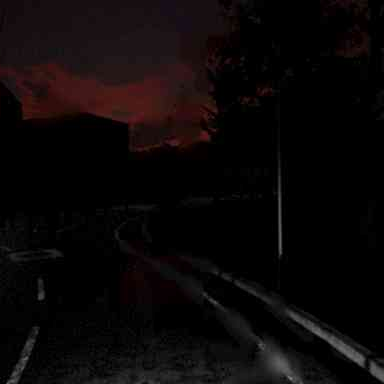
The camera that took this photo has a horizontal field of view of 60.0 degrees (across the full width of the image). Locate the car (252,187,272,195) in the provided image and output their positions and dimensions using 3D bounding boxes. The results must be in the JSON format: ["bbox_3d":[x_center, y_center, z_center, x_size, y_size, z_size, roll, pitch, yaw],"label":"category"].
[{"bbox_3d":[14.830,-0.137,70.121,1.837,1.490,4.892,-1,2,28],"label":"car"}]

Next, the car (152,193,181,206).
[{"bbox_3d":[-3.253,0.988,43.553,1.882,1.535,5.008,-1,2,28],"label":"car"}]

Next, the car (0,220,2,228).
[{"bbox_3d":[-13.040,1.637,19.183,4.181,1.385,1.994,-1,0,26],"label":"car"}]

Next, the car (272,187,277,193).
[{"bbox_3d":[19.798,-0.558,79.310,1.895,1.301,4.718,-1,1,28],"label":"car"}]

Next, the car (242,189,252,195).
[{"bbox_3d":[12.195,-0.025,72.078,1.895,1.301,4.718,-1,2,28],"label":"car"}]

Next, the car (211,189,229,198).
[{"bbox_3d":[4.958,0.185,58.761,1.882,1.535,5.008,-1,4,29],"label":"car"}]
